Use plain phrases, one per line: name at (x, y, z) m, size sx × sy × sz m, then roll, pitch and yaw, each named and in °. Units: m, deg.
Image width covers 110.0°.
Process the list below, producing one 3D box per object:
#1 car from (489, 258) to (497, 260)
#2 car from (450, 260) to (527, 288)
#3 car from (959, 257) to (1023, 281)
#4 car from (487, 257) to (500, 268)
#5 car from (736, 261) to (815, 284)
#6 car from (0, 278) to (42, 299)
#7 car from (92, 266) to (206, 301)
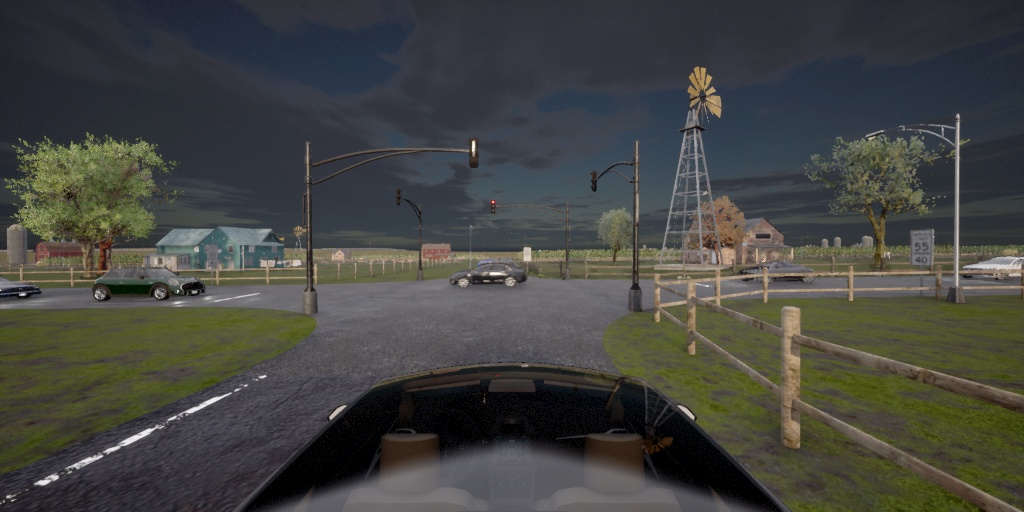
car at (-3.049, 1.222, 41.974) m, size 1.882 × 1.535 × 5.008 m, roll 0°, pitch 0°, yaw -1°
car at (-1.488, 1.214, 22.886) m, size 4.892 × 1.490 × 1.837 m, roll -1°, pitch 1°, yaw 0°
car at (31.826, 0.791, 23.037) m, size 4.674 × 1.442 × 1.812 m, roll -1°, pitch 1°, yaw 0°
car at (-3.167, 1.099, 61.911) m, size 2.097 × 1.767 × 4.553 m, roll 0°, pitch 0°, yaw 0°
car at (16.806, 1.028, 22.971) m, size 4.181 × 1.385 × 1.994 m, roll -1°, pitch 1°, yaw 0°
car at (-28.695, 1.697, 19.056) m, size 5.357 × 1.411 × 2.033 m, roll -1°, pitch 1°, yaw 0°
car at (-19.177, 1.372, 19.100) m, size 4.553 × 1.767 × 2.097 m, roll -1°, pitch 1°, yaw 0°
